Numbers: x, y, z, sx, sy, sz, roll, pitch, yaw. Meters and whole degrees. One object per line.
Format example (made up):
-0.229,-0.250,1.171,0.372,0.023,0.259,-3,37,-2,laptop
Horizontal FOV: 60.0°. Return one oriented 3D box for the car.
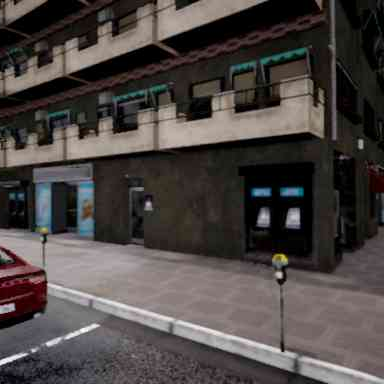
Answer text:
-4.463,1.534,6.073,4.507,1.381,1.887,0,-1,36,car
